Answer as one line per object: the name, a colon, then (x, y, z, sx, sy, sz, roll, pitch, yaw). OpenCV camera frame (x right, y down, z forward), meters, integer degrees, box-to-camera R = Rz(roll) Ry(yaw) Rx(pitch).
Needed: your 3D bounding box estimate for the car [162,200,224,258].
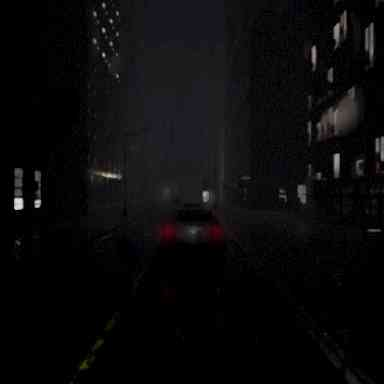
car: (0.048, 1.348, 12.954, 2.097, 1.767, 4.553, 0, 0, 0)

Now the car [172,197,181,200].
car: (-2.785, 1.633, 59.275, 1.895, 1.301, 4.718, 0, 0, 1)
